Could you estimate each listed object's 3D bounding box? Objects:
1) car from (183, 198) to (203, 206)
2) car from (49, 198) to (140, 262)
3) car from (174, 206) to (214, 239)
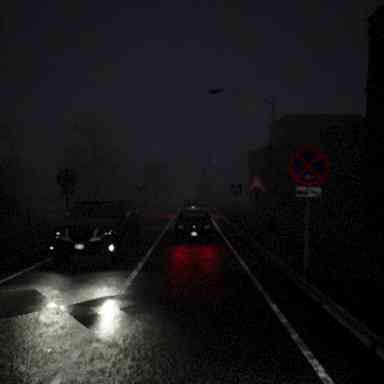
[{"bbox_3d":[0.106,1.360,34.501,2.128,1.511,4.902,0,-3,0],"label":"car"},{"bbox_3d":[-3.348,1.268,12.663,2.150,2.045,5.566,0,0,0],"label":"car"},{"bbox_3d":[0.103,1.644,17.700,1.895,1.301,4.718,0,0,0],"label":"car"}]
